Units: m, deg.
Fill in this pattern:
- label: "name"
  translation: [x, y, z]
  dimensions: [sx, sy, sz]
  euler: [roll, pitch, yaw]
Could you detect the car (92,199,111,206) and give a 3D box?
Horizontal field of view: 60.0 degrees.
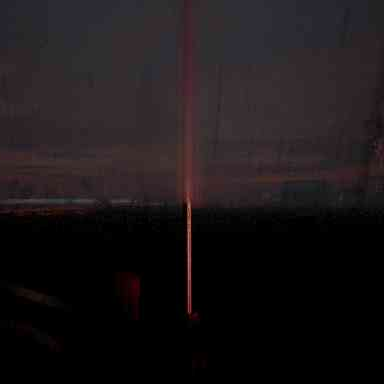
- label: "car"
  translation: [-19.241, 2.189, 70.813]
  dimensions: [2.097, 1.767, 4.553]
  euler: [-1, -1, 18]
